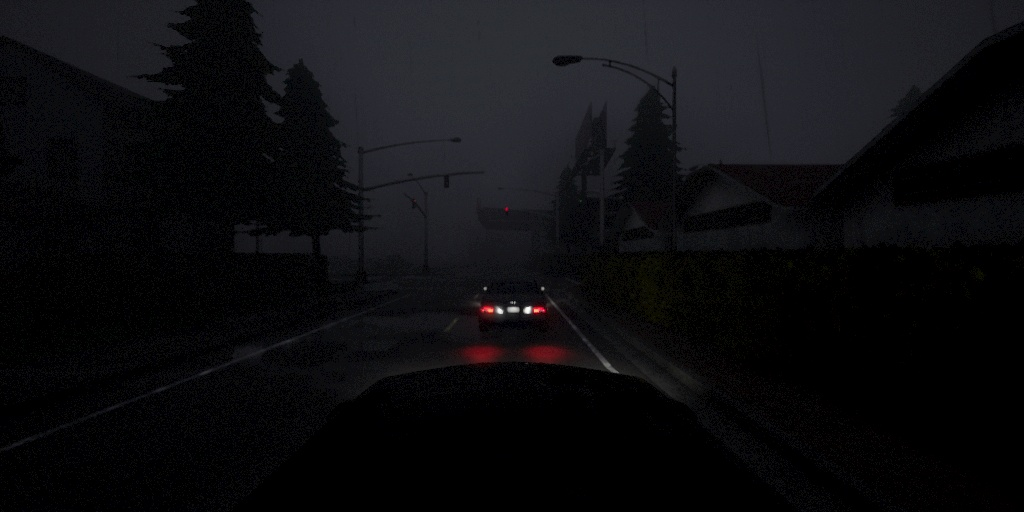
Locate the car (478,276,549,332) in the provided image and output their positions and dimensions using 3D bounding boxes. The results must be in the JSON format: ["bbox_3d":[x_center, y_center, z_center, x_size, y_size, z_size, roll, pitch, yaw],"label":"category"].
[{"bbox_3d":[0.056,1.298,10.841,2.033,1.411,5.357,0,0,1],"label":"car"}]
